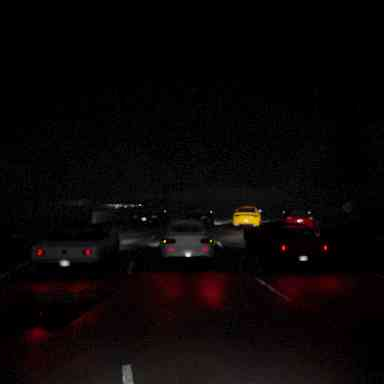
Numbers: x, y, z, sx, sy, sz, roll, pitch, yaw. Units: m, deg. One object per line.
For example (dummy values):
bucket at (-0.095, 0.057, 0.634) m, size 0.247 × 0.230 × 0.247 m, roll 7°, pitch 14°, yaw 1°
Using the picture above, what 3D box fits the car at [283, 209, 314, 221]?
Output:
car at (7.447, 1.853, 23.569) m, size 1.994 × 1.385 × 4.181 m, roll 0°, pitch 0°, yaw 12°

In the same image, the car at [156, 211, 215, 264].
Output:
car at (-0.238, 1.674, 12.402) m, size 1.812 × 1.442 × 4.674 m, roll 0°, pitch 0°, yaw -3°

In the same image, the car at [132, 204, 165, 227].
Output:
car at (-2.954, 1.865, 25.073) m, size 1.994 × 1.385 × 4.181 m, roll 0°, pitch 0°, yaw 11°

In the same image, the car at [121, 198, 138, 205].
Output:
car at (-11.963, 1.839, 67.447) m, size 1.895 × 1.301 × 4.718 m, roll 0°, pitch 1°, yaw 12°

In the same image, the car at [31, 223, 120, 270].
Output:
car at (-3.702, 1.733, 11.520) m, size 1.895 × 1.301 × 4.718 m, roll 0°, pitch -1°, yaw -4°

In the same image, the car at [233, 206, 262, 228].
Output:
car at (4.135, 1.776, 24.816) m, size 1.882 × 1.535 × 5.008 m, roll 0°, pitch 0°, yaw 12°

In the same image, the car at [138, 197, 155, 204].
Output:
car at (-8.535, 1.714, 66.769) m, size 1.882 × 1.535 × 5.008 m, roll 0°, pitch 1°, yaw 12°

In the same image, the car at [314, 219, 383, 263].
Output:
car at (6.732, 1.766, 12.741) m, size 1.895 × 1.301 × 4.718 m, roll 0°, pitch -1°, yaw -4°

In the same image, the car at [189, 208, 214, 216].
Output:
car at (0.510, 1.861, 24.554) m, size 1.994 × 1.385 × 4.181 m, roll 0°, pitch 0°, yaw 11°

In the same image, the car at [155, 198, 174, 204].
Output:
car at (-5.113, 1.830, 66.047) m, size 1.895 × 1.301 × 4.718 m, roll 0°, pitch 1°, yaw 12°

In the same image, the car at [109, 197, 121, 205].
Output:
car at (-15.384, 1.774, 68.186) m, size 1.812 × 1.442 × 4.674 m, roll 0°, pitch 1°, yaw 12°

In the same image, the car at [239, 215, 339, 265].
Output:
car at (3.253, 1.755, 12.341) m, size 1.895 × 1.301 × 4.718 m, roll 0°, pitch -1°, yaw -4°
